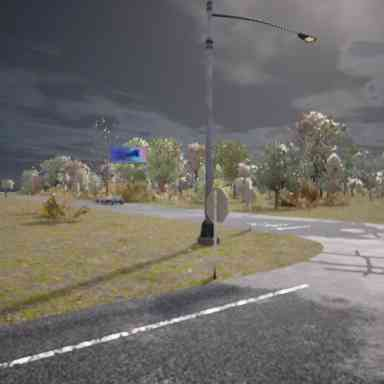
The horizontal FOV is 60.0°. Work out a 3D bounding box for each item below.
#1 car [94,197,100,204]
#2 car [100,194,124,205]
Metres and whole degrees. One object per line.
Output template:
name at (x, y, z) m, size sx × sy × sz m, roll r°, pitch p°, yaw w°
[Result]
car at (-16.377, 1.500, 60.940) m, size 1.895 × 1.301 × 4.718 m, roll 0°, pitch 0°, yaw -34°
car at (-13.353, 1.261, 56.529) m, size 2.097 × 1.767 × 4.553 m, roll 0°, pitch 0°, yaw -33°
